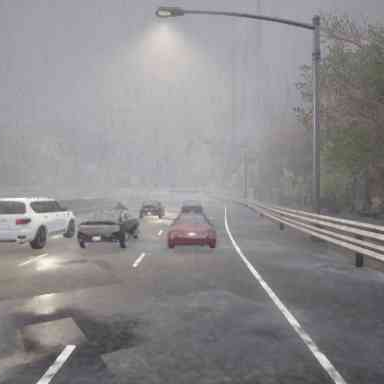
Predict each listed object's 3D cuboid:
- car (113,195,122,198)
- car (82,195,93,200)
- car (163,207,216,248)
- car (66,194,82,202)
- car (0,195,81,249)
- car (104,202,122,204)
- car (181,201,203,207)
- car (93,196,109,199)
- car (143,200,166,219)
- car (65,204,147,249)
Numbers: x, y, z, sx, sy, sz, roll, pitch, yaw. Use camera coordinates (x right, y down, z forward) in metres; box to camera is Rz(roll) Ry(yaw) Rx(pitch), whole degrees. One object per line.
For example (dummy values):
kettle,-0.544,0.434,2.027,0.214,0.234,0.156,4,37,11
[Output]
car,-17.500,1.559,78.868,1.837,1.490,4.892,0,0,0
car,-24.500,1.536,78.869,1.882,1.535,5.008,0,0,0
car,0.000,1.572,14.651,1.994,1.385,4.181,0,0,0
car,-28.000,1.414,78.899,2.097,1.767,4.553,0,0,0
car,-7.000,1.257,14.681,2.150,2.045,5.566,0,0,0
car,-7.000,1.572,29.651,2.033,1.411,5.357,0,0,0
car,0.000,1.494,29.651,1.882,1.535,5.008,0,0,0
car,-21.000,1.584,78.869,2.128,1.511,4.902,0,0,0
car,-3.500,1.526,29.651,1.837,1.490,4.892,0,0,0
car,-3.500,1.495,14.651,2.128,1.511,4.902,0,0,0
